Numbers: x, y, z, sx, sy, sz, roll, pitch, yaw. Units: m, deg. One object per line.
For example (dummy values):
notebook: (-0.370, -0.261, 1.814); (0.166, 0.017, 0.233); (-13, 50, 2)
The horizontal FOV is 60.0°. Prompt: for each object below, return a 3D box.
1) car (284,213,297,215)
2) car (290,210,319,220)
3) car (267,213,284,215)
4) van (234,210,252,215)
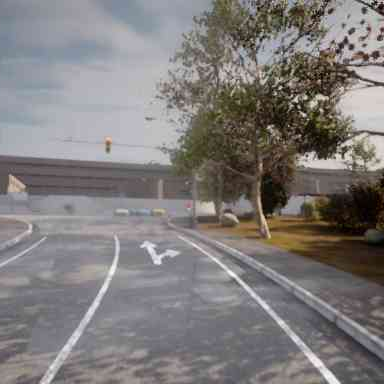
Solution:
car: (18.945, 5.172, 70.855); (2.231, 1.521, 4.892); (4, -9, -39)
car: (24.544, 5.079, 72.884); (2.435, 2.045, 5.566); (5, -9, -39)
car: (16.010, 5.112, 70.016); (1.946, 1.575, 5.366); (4, -9, -39)
van: (10.576, 4.713, 67.839); (1.878, 1.987, 4.442); (5, -9, -39)
